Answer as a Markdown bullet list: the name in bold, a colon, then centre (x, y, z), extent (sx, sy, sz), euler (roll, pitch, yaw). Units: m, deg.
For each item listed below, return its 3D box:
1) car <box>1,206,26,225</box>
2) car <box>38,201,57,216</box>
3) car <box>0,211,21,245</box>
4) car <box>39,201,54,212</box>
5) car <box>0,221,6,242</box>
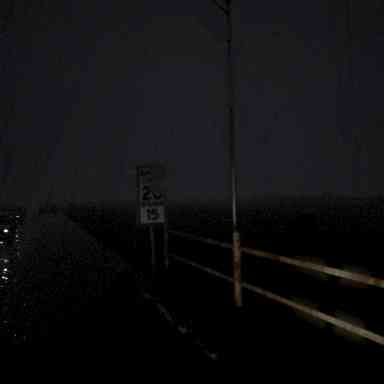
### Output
- **car**: centre (-14.820, 1.905, 27.424), extent (2.128, 1.511, 4.902), euler (-2, 0, -24)
- **car**: centre (-17.252, 1.956, 39.825), extent (1.882, 1.535, 5.008), euler (-2, 0, -24)
- **car**: centre (-9.908, 1.878, 16.639), extent (1.895, 1.301, 4.718), euler (-2, 0, -25)
- **car**: centre (-21.375, 2.095, 48.840), extent (1.837, 1.490, 4.892), euler (-2, 0, -24)
- **car**: centre (-5.907, 1.713, 7.859), extent (2.033, 1.411, 5.357), euler (-2, 0, -24)
